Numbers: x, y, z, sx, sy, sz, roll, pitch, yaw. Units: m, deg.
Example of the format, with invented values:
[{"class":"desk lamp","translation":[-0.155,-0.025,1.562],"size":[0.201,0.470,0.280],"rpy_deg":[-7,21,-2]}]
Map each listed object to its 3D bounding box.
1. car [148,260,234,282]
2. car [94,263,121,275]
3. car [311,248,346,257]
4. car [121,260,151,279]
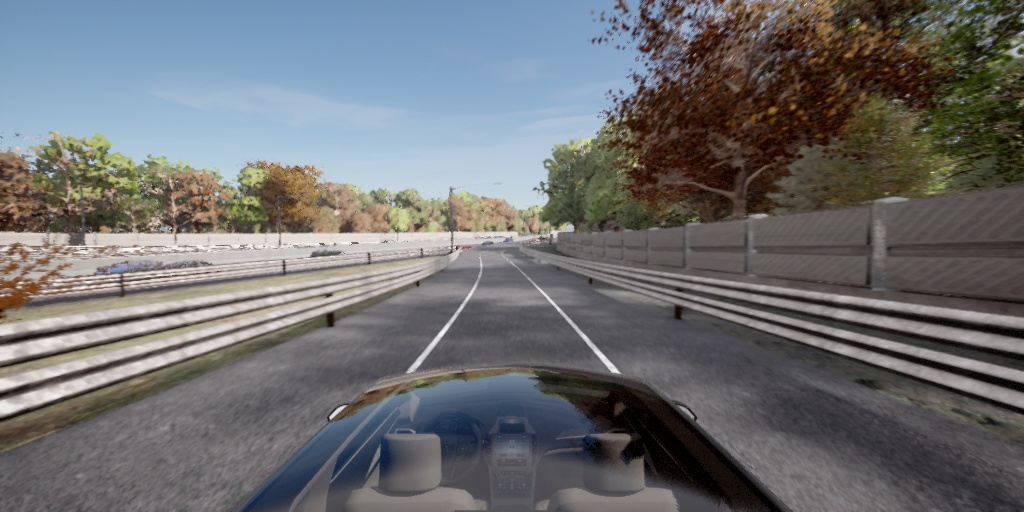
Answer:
[{"class":"car","translation":[-24.976,1.111,28.519],"size":[1.837,1.490,4.892],"rpy_deg":[1,4,20]},{"class":"car","translation":[-31.627,1.045,30.713],"size":[2.033,1.411,5.357],"rpy_deg":[1,4,20]},{"class":"car","translation":[-24.980,-0.325,49.093],"size":[2.128,1.511,4.902],"rpy_deg":[1,4,20]},{"class":"car","translation":[-28.305,1.152,29.617],"size":[1.895,1.301,4.718],"rpy_deg":[1,4,20]}]
